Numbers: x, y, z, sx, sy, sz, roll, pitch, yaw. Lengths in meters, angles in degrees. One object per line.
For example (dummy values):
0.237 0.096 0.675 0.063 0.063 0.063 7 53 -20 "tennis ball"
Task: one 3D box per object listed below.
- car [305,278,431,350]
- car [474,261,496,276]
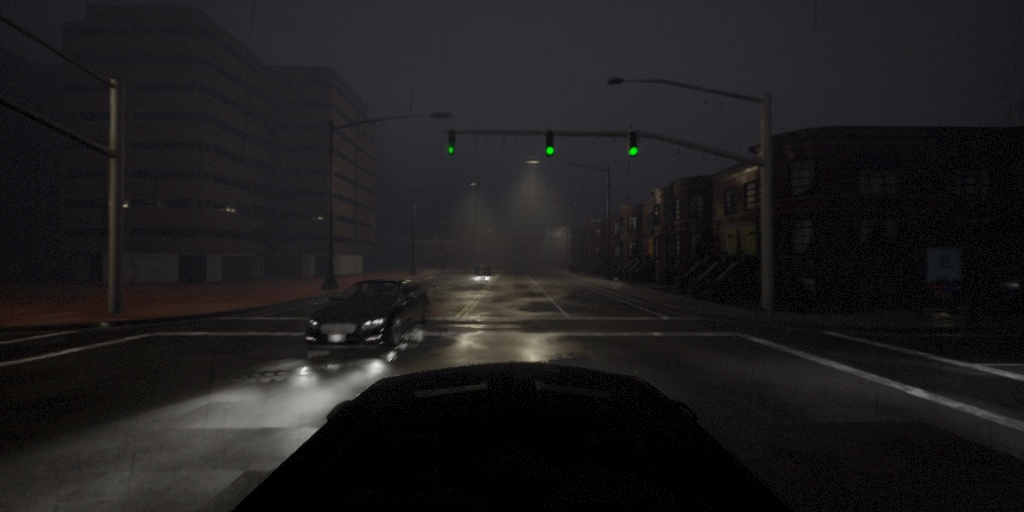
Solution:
-3.505 1.377 9.612 2.128 1.511 4.902 0 0 0 "car"
-3.493 1.692 43.449 2.128 1.511 4.902 0 0 0 "car"
